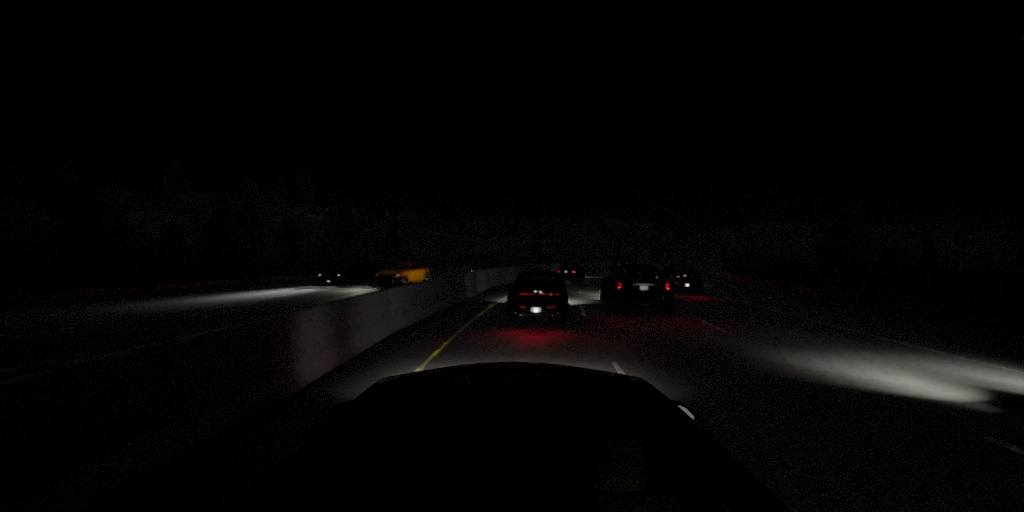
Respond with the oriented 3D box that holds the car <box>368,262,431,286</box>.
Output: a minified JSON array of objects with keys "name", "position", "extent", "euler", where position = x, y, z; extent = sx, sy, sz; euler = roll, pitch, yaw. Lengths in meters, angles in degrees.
[{"name":"car","position":[-7.517,1.179,25.106],"extent":[1.882,1.535,5.008],"euler":[0,0,14]}]

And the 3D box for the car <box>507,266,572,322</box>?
[{"name":"car","position":[0.949,1.240,12.306],"extent":[1.837,1.490,4.892],"euler":[0,0,7]}]

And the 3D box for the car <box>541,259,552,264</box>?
[{"name":"car","position":[6.421,1.301,63.237],"extent":[1.994,1.385,4.181],"euler":[0,0,36]}]

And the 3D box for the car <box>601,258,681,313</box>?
[{"name":"car","position":[4.764,1.096,14.226],"extent":[2.097,1.767,4.553],"euler":[0,0,8]}]

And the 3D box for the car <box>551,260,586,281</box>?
[{"name":"car","position":[5.011,1.265,30.193],"extent":[2.033,1.411,5.357],"euler":[0,0,19]}]

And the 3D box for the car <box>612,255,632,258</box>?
[{"name":"car","position":[11.557,0.934,37.215],"extent":[2.150,2.045,5.566],"euler":[0,0,24]}]

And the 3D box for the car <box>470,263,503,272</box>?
[{"name":"car","position":[-2.009,1.310,31.761],"extent":[1.895,1.301,4.718],"euler":[0,0,19]}]

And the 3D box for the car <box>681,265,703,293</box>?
[{"name":"car","position":[9.653,1.245,20.981],"extent":[1.837,1.490,4.892],"euler":[0,0,13]}]

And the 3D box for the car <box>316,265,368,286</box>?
[{"name":"car","position":[-11.174,1.294,24.970],"extent":[1.895,1.301,4.718],"euler":[0,0,14]}]
